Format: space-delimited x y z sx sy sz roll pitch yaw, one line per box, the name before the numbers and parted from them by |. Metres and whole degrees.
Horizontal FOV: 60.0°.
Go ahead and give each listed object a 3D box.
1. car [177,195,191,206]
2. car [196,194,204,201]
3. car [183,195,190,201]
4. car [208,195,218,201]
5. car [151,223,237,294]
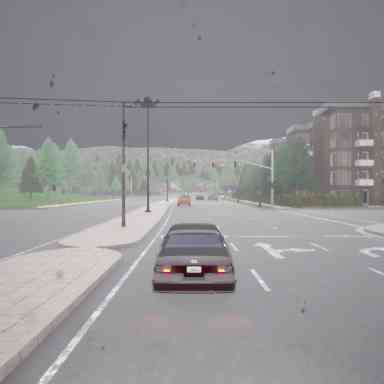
car | -1.309 1.352 54.697 2.097 1.767 4.553 0 0 -1
car | 2.055 1.477 85.558 1.882 1.535 5.008 0 0 0
car | -1.445 1.523 85.522 1.812 1.442 4.674 0 0 0
car | 5.555 1.539 85.562 2.033 1.411 5.357 0 0 0
car | 0.050 1.547 8.951 2.033 1.411 5.357 0 0 0
